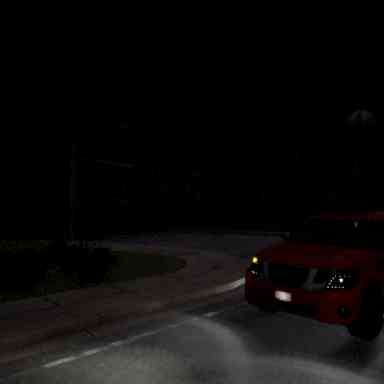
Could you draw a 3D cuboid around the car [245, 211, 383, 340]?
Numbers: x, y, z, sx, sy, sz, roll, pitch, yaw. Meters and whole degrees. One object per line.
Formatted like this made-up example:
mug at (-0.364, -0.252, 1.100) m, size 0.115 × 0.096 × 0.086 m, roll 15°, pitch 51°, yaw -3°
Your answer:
car at (3.562, 1.453, 7.409) m, size 5.566 × 2.045 × 2.150 m, roll 2°, pitch -3°, yaw -42°
